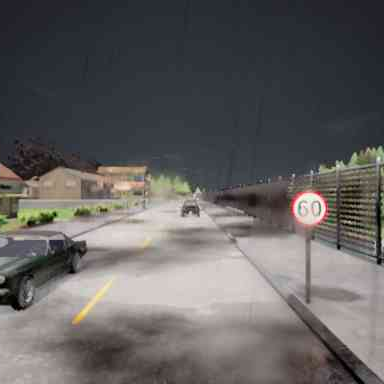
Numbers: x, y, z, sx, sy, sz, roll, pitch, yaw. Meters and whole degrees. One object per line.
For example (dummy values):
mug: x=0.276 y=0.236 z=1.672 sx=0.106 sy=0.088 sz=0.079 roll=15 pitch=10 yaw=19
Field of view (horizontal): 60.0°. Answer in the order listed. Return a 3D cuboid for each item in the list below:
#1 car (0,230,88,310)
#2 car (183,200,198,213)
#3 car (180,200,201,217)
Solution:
car: x=-4.144 y=1.667 z=8.069 sx=1.895 sy=1.301 sz=4.718 roll=0 pitch=0 yaw=0
car: x=-0.224 y=1.861 z=44.441 sx=1.837 sy=1.490 sz=4.892 roll=0 pitch=0 yaw=0
car: x=-0.142 y=1.779 z=34.275 sx=1.837 sy=1.490 sz=4.892 roll=0 pitch=-1 yaw=-1
